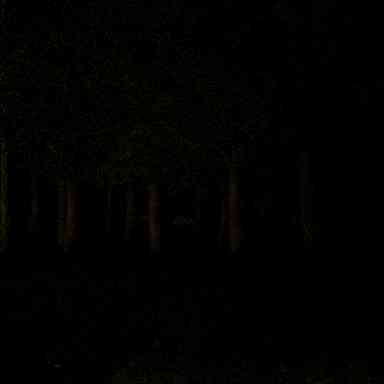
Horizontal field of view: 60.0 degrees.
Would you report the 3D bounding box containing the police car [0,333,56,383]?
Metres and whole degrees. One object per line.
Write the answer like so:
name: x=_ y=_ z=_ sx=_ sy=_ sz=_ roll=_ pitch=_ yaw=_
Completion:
police car: x=-3.867 y=1.611 z=2.827 sx=5.238 sy=1.638 sz=1.930 roll=-1 pitch=-2 yaw=4
